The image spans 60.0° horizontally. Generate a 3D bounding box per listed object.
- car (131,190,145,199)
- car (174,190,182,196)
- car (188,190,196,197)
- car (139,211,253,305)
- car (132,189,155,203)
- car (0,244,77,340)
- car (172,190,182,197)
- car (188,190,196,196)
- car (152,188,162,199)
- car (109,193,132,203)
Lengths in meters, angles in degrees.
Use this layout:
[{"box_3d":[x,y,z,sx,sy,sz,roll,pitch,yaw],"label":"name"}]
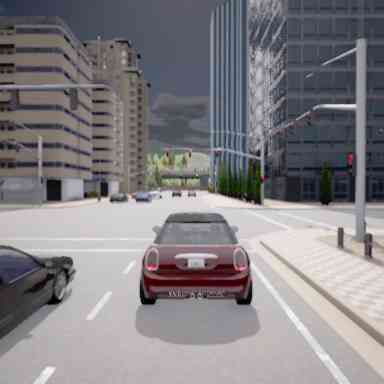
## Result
[{"box_3d":[-10.517,0.429,65.166,2.097,1.767,4.553,0,1,0],"label":"car"},{"box_3d":[-3.504,0.315,84.340,2.033,1.411,5.357,0,1,0],"label":"car"},{"box_3d":[-0.004,0.473,75.847,1.994,1.385,4.181,0,1,0],"label":"car"},{"box_3d":[0.082,1.237,7.980,2.097,1.767,4.553,0,1,0],"label":"car"},{"box_3d":[-7.083,0.788,48.695,1.882,1.535,5.008,0,1,0],"label":"car"},{"box_3d":[-3.434,1.478,4.785,2.033,1.411,5.357,0,1,0],"label":"car"},{"box_3d":[-3.504,0.412,74.730,1.882,1.535,5.008,0,1,0],"label":"car"},{"box_3d":[-0.004,0.300,84.339,1.812,1.442,4.674,0,1,0],"label":"car"},{"box_3d":[-7.023,0.303,64.660,2.150,2.045,5.566,0,1,1],"label":"car"},{"box_3d":[-10.585,0.861,48.454,2.033,1.411,5.357,0,1,0],"label":"car"}]
